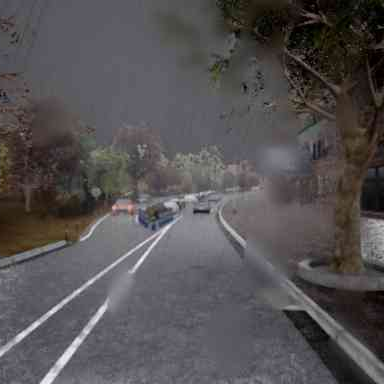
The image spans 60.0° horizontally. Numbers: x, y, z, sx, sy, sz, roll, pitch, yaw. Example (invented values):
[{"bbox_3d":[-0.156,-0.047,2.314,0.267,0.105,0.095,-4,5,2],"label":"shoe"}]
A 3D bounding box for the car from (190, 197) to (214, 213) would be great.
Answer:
[{"bbox_3d":[1.272,1.772,40.183,1.994,1.385,4.181,0,2,6],"label":"car"}]

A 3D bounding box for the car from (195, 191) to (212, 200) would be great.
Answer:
[{"bbox_3d":[2.393,0.690,66.573,2.231,1.521,4.892,0,2,16],"label":"car"}]

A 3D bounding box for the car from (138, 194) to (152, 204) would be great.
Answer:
[{"bbox_3d":[-7.507,1.067,52.488,2.128,1.511,4.902,0,2,4],"label":"car"}]

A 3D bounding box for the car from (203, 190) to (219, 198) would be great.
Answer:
[{"bbox_3d":[4.215,0.440,72.628,2.097,1.535,5.008,0,2,18],"label":"car"}]

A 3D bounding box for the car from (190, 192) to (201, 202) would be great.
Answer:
[{"bbox_3d":[-0.331,1.201,54.958,2.002,1.452,4.674,-1,2,12],"label":"car"}]

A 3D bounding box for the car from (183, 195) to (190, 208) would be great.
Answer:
[{"bbox_3d":[-2.068,1.532,44.572,2.097,1.535,5.008,1,3,9],"label":"car"}]

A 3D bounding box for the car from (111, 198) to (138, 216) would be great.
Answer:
[{"bbox_3d":[-6.943,1.462,33.944,2.097,1.767,4.553,0,1,-6],"label":"car"}]

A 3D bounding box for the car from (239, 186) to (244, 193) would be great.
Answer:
[{"bbox_3d":[12.207,-0.387,92.700,2.231,1.521,4.892,-3,1,26],"label":"car"}]

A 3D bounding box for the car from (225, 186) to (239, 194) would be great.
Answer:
[{"bbox_3d":[9.855,-0.172,87.631,2.231,1.521,4.892,-3,1,25],"label":"car"}]

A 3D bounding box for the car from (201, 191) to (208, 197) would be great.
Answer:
[{"bbox_3d":[0.997,0.927,61.042,2.097,1.535,5.008,-1,3,14],"label":"car"}]

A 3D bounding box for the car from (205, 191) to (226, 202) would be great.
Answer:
[{"bbox_3d":[4.121,1.040,58.169,2.033,1.411,5.357,0,2,13],"label":"car"}]

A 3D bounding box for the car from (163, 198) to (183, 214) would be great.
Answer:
[{"bbox_3d":[-2.582,1.815,38.456,2.002,1.452,4.674,-2,2,4],"label":"car"}]
